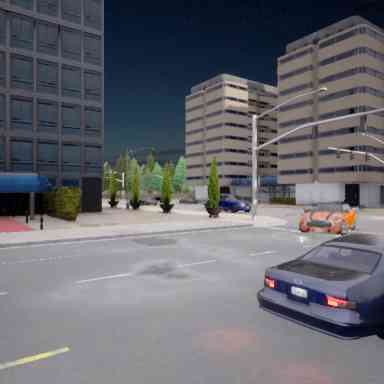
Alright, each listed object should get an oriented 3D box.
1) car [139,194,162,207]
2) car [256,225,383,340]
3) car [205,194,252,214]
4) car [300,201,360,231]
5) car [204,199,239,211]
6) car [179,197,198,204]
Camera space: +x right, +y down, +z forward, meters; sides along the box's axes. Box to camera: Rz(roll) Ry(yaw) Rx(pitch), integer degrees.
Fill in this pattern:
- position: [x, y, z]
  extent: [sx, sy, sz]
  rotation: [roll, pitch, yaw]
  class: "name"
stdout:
- position: [-7.131, 1.504, 52.347]
  extent: [1.837, 1.490, 4.892]
  rotation: [0, 0, -35]
  class: "car"
- position: [3.659, 1.547, 6.438]
  extent: [5.357, 1.411, 2.033]
  rotation: [0, 0, -35]
  class: "car"
- position: [4.132, 1.214, 36.284]
  extent: [2.150, 2.045, 5.566]
  rotation: [0, 1, -35]
  class: "car"
- position: [7.757, 1.352, 18.640]
  extent: [2.097, 1.767, 4.553]
  rotation: [-1, 0, 37]
  class: "car"
- position: [3.743, 1.601, 42.931]
  extent: [1.895, 1.301, 4.718]
  rotation: [0, 0, -35]
  class: "car"
- position: [-0.732, 1.564, 61.828]
  extent: [1.994, 1.385, 4.181]
  rotation: [0, 0, -34]
  class: "car"
